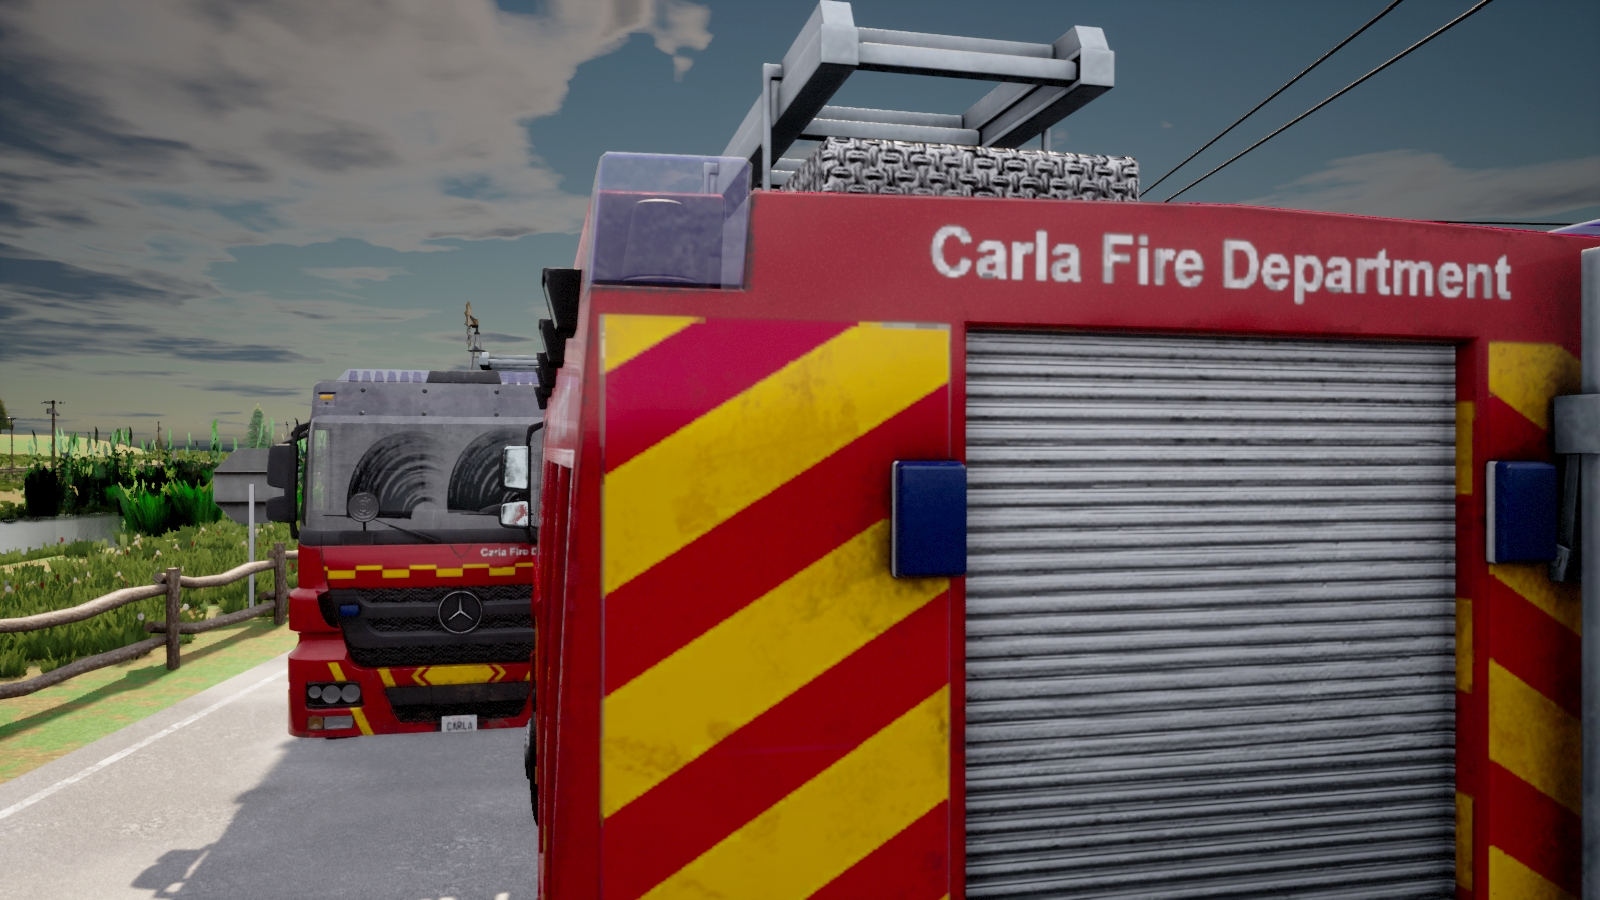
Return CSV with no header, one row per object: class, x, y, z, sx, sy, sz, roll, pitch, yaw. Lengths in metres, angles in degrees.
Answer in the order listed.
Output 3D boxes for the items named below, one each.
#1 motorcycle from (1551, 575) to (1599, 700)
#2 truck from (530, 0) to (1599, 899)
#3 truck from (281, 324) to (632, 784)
motorcycle,9.815,2.142,13.181,1.805,1.316,0.856,0,0,-7
truck,-0.132,0.866,6.871,2.891,3.827,8.468,0,0,-13
truck,-3.885,0.862,13.971,2.891,3.827,8.468,0,0,-13
